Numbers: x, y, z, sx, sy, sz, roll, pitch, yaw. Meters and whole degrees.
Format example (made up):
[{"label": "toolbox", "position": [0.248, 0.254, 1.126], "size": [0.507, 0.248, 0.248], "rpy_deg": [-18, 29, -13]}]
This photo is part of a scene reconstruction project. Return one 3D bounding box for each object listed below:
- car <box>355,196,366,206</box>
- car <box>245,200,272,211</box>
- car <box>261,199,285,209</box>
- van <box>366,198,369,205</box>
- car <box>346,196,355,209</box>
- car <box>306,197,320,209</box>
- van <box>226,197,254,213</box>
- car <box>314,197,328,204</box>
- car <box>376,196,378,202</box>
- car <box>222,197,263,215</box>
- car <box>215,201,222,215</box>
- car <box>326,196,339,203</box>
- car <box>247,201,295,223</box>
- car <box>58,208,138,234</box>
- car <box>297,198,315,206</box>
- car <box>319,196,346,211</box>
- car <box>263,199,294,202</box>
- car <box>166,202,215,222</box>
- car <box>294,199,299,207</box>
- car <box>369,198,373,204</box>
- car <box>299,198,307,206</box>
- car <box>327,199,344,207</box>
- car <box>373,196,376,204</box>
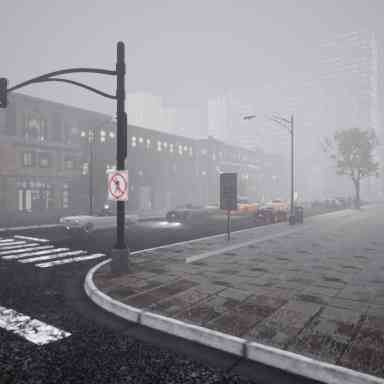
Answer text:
[{"label": "car", "position": [28.690, 1.642, 58.738], "size": [2.192, 1.841, 5.009], "rpy_deg": [0, -1, 35]}, {"label": "car", "position": [9.127, 1.756, 45.466], "size": [2.008, 1.369, 4.403], "rpy_deg": [0, 0, 35]}, {"label": "car", "position": [12.205, 1.759, 49.848], "size": [1.752, 1.417, 4.829], "rpy_deg": [0, -1, 35]}, {"label": "van", "position": [31.867, 1.699, 63.259], "size": [1.690, 1.788, 3.998], "rpy_deg": [0, -1, 35]}, {"label": "car", "position": [22.337, 1.581, 49.694], "size": [2.192, 1.841, 5.009], "rpy_deg": [0, -1, 35]}, {"label": "car", "position": [19.309, 1.749, 49.879], "size": [2.128, 1.511, 4.902], "rpy_deg": [0, 0, 35]}, {"label": "van", "position": [5.950, 1.518, 40.945], "size": [1.690, 1.788, 3.998], "rpy_deg": [0, 0, 35]}, {"label": "car", "position": [28.185, 1.828, 72.596], "size": [1.967, 1.590, 4.097], "rpy_deg": [0, -1, 35]}, {"label": "car", "position": [41.396, 2.037, 76.822], "size": [1.802, 1.307, 4.206], "rpy_deg": [0, -1, 35]}, {"label": "car", "position": [5.515, 1.508, 35.794], "size": [2.097, 1.767, 4.553], "rpy_deg": [0, 0, 35]}, {"label": "car", "position": [2.676, 1.674, 36.283], "size": [1.752, 1.417, 4.829], "rpy_deg": [0, 0, 35]}, {"label": "car", "position": [34.538, 1.894, 81.640], "size": [1.967, 1.590, 4.097], "rpy_deg": [0, -1, 35]}, {"label": "car", "position": [6.499, 1.670, 27.055], "size": [1.887, 1.381, 4.507], "rpy_deg": [0, 0, 35]}, {"label": "car", "position": [-5.544, 1.668, 20.071], "size": [1.895, 1.301, 4.718], "rpy_deg": [0, 0, 35]}, {"label": "car", "position": [21.833, 1.876, 63.553], "size": [2.008, 1.369, 4.403], "rpy_deg": [0, -1, 35]}, {"label": "car", "position": [19.161, 1.676, 45.172], "size": [1.967, 1.590, 4.097], "rpy_deg": [0, -1, 35]}, {"label": "car", "position": [11.386, 1.684, 44.094], "size": [1.882, 1.535, 5.008], "rpy_deg": [0, 0, 36]}, {"label": "car", "position": [-0.293, 1.672, 27.530], "size": [1.994, 1.385, 4.181], "rpy_deg": [0, 0, 36]}, {"label": "car", "position": [15.480, 1.816, 54.509], "size": [2.008, 1.369, 4.403], "rpy_deg": [0, -1, 35]}, {"label": "car", "position": [35.043, 1.972, 67.778], "size": [1.802, 1.307, 4.206], "rpy_deg": [0, -1, 35]}, {"label": "car", "position": [18.656, 1.846, 59.031], "size": [2.008, 1.369, 4.403], "rpy_deg": [0, -1, 35]}, {"label": "car", "position": [25.097, 1.913, 58.118], "size": [1.895, 1.301, 4.718], "rpy_deg": [0, 0, 35]}, {"label": "car", "position": [38.318, 1.948, 72.440], "size": [1.752, 1.417, 4.829], "rpy_deg": [0, -1, 35]}]
